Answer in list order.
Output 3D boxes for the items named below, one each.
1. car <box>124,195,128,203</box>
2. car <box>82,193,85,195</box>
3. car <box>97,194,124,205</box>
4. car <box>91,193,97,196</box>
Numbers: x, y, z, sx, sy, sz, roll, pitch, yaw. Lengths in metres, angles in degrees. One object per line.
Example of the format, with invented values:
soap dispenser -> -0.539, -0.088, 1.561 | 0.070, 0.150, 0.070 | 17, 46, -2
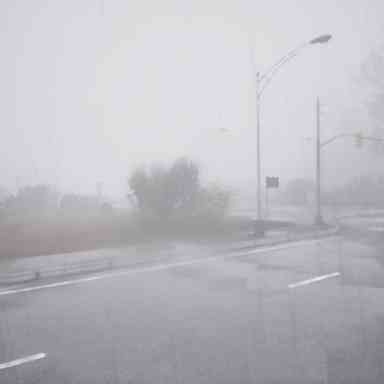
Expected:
car -> -10.219, 1.193, 54.526 | 1.837, 1.490, 4.892 | -1, 0, -38
car -> -27.745, 1.207, 82.795 | 1.994, 1.385, 4.181 | -1, 1, -37
car -> -12.868, 1.300, 52.235 | 1.994, 1.385, 4.181 | -1, 0, -38
car -> -24.711, 1.084, 84.581 | 1.882, 1.535, 5.008 | -1, 1, -37
